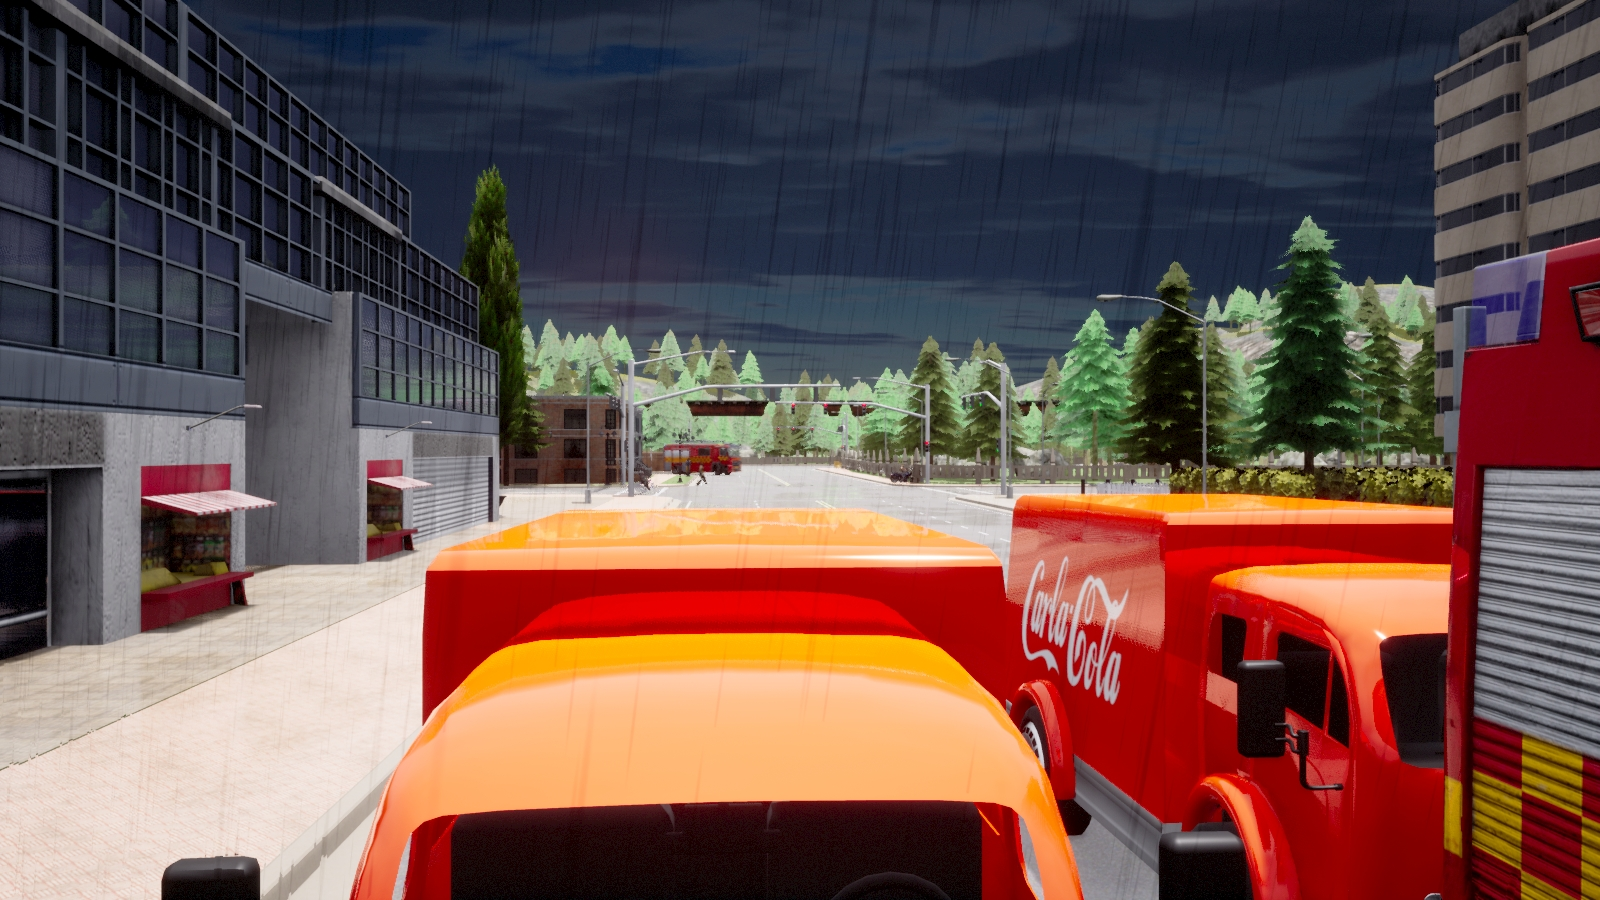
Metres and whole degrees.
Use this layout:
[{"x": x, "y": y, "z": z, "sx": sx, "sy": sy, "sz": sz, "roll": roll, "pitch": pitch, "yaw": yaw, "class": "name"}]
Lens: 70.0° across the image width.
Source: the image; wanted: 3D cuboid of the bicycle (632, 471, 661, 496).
[{"x": -9.487, "y": 2.060, "z": 70.588, "sx": 1.835, "sy": 1.471, "sz": 0.329, "roll": 0, "pitch": 1, "yaw": 16, "class": "bicycle"}]

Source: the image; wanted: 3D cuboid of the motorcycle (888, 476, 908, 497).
[{"x": 5.944, "y": 2.205, "z": 69.519, "sx": 0.867, "sy": 1.251, "sz": 2.209, "roll": 0, "pitch": 0, "yaw": -4, "class": "motorcycle"}]

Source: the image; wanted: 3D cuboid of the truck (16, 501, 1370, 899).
[{"x": -0.347, "y": 1.568, "z": 4.821, "sx": 2.627, "sy": 2.467, "sz": 5.204, "roll": 0, "pitch": 0, "yaw": -4, "class": "truck"}]

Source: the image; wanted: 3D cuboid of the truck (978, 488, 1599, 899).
[{"x": 3.003, "y": 1.568, "z": 7.234, "sx": 2.627, "sy": 2.467, "sz": 5.204, "roll": 0, "pitch": 0, "yaw": -4, "class": "truck"}]
